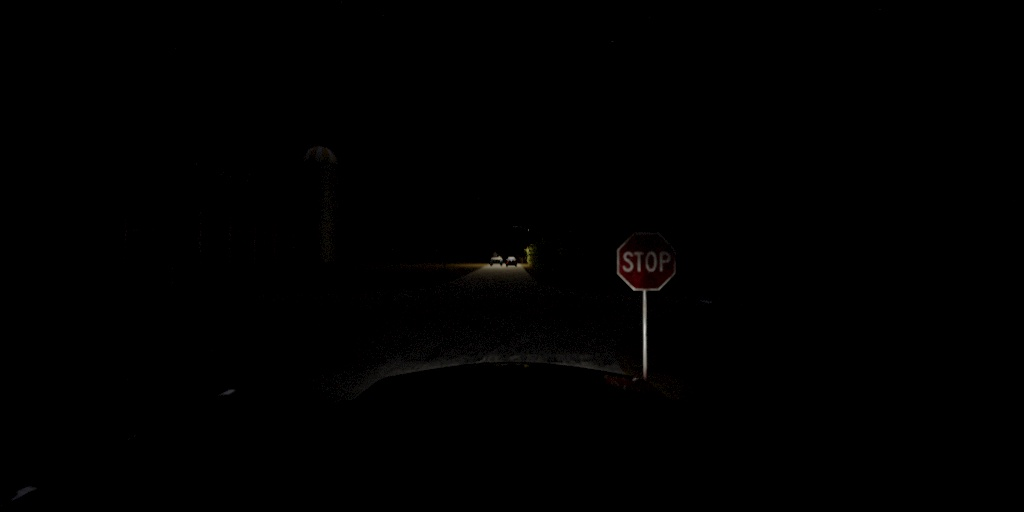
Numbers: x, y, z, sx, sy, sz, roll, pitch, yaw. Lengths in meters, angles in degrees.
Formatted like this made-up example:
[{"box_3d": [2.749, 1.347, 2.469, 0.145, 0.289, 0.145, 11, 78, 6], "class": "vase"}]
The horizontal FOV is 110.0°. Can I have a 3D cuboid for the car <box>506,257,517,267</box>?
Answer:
[{"box_3d": [-0.104, 1.199, 61.596, 1.895, 1.301, 4.718, 0, 0, 0], "class": "car"}]
